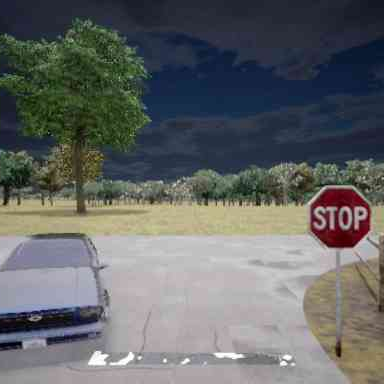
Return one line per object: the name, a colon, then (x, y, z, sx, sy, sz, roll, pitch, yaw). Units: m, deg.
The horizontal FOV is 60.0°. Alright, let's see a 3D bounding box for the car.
car: (-2.793, 1.577, 6.814, 2.033, 1.411, 5.357, 0, 0, -17)
